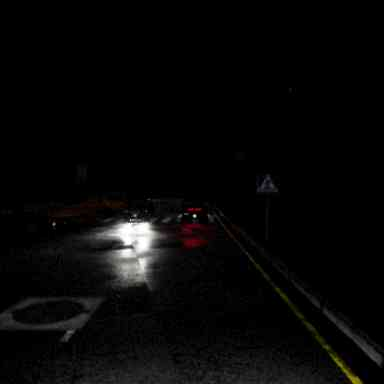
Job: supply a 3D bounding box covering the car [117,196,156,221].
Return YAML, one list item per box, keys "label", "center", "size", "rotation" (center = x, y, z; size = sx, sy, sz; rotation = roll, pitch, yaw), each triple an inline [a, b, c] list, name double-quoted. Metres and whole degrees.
- label: "car"
  center: [-3.873, 1.325, 25.074]
  size: [2.128, 1.511, 4.902]
  rotation: [0, 0, 0]

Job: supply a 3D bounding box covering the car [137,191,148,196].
- label: "car"
  center: [-10.473, 0.588, 65.850]
  size: [2.128, 1.511, 4.902]
  rotation: [0, 1, -39]

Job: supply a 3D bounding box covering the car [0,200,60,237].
- label: "car"
  center: [-9.115, 1.379, 15.851]
  size: [4.892, 1.521, 2.231]
  rotation: [-1, 0, -20]

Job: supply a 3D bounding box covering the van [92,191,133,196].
- label: "van"
  center: [-9.216, 0.939, 36.813]
  size: [4.442, 1.987, 1.878]
  rotation: [-1, 1, -20]

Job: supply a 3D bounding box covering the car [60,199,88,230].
- label: "car"
  center: [-8.923, 1.353, 18.915]
  size: [5.366, 1.575, 1.946]
  rotation: [-1, 0, -20]

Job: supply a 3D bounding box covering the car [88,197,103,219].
- label: "car"
  center: [-8.916, 1.333, 21.917]
  size: [5.366, 1.575, 1.946]
  rotation: [-1, 0, -20]

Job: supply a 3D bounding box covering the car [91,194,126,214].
- label: "car"
  center: [-9.254, 1.272, 30.803]
  size: [5.366, 1.575, 1.946]
  rotation: [-1, 1, -20]

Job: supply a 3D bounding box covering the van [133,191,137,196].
- label: "van"
  center: [-9.229, 0.881, 39.813]
  size: [4.442, 1.987, 1.878]
  rotation: [-1, 1, -20]

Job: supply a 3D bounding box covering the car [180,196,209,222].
- label: "car"
  center: [0.203, 1.340, 24.850]
  size: [1.837, 1.490, 4.892]
  rotation: [0, 1, 0]

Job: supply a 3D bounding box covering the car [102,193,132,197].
- label: "car"
  center: [-9.099, 1.221, 33.870]
  size: [5.008, 1.535, 2.097]
  rotation: [-1, 1, -20]
